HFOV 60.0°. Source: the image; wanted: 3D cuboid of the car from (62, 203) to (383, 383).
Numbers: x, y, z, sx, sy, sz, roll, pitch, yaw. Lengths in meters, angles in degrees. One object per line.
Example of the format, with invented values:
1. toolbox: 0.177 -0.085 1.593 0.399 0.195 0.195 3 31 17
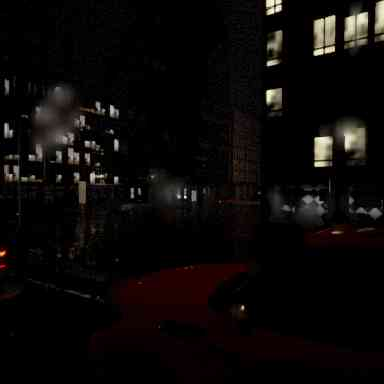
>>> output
1. car: 1.650 1.221 2.509 5.566 2.045 2.150 0 0 35

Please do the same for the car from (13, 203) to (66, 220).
1. car: -12.938 1.617 28.544 1.994 1.385 4.181 1 0 37

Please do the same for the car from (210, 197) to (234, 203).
1. car: 4.747 1.539 52.268 2.097 1.767 4.553 1 0 37

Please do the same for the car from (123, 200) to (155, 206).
1. car: -6.007 1.632 37.879 1.812 1.442 4.674 1 0 37

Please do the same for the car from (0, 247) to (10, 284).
1. car: -6.253 1.522 8.125 4.674 1.442 1.812 0 0 35
